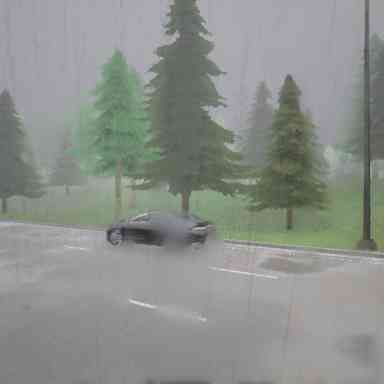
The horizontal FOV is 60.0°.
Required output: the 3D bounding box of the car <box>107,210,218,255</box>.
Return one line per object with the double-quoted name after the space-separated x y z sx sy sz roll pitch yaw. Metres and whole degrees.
-1.332 1.491 13.346 4.902 1.511 2.128 0 0 34 "car"
